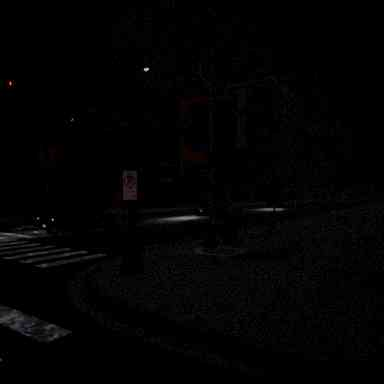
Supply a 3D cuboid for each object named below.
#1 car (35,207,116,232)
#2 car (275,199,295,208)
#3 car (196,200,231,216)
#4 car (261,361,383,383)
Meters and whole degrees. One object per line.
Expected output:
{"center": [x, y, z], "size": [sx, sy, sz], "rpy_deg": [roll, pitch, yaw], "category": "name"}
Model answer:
{"center": [-7.067, 1.618, 20.575], "size": [1.895, 1.301, 4.718], "rpy_deg": [0, 0, 35], "category": "car"}
{"center": [13.808, 1.693, 49.962], "size": [1.895, 1.301, 4.718], "rpy_deg": [0, 0, 35], "category": "car"}
{"center": [2.246, 1.537, 33.764], "size": [2.128, 1.511, 4.902], "rpy_deg": [0, 0, 35], "category": "car"}
{"center": [2.176, 1.551, 1.294], "size": [4.403, 1.369, 2.008], "rpy_deg": [0, 0, 36], "category": "car"}
